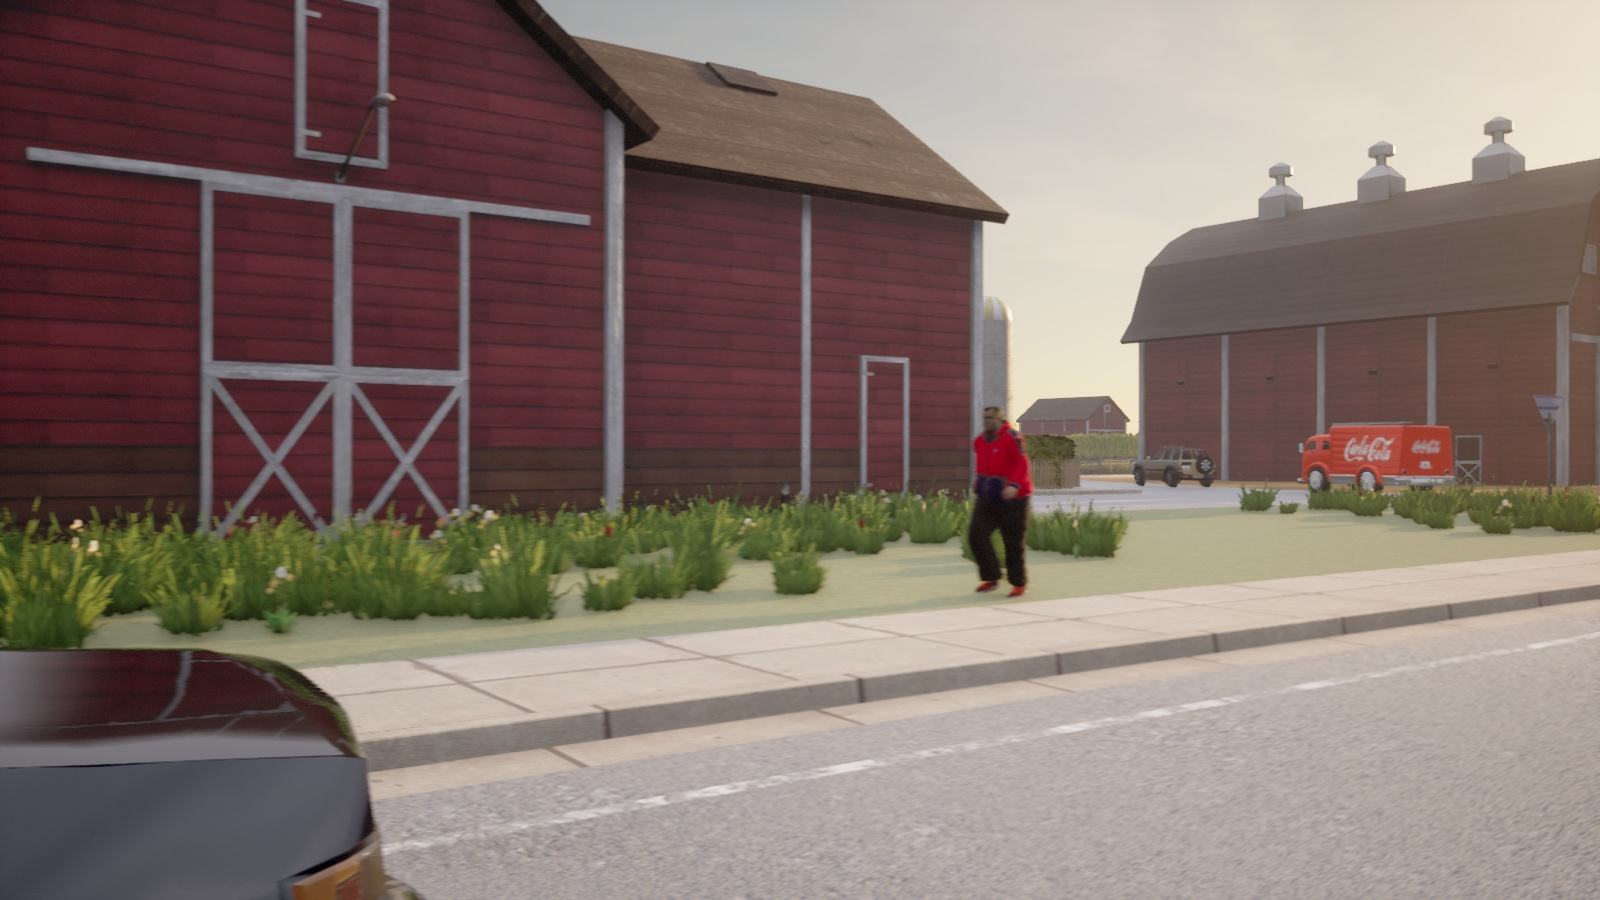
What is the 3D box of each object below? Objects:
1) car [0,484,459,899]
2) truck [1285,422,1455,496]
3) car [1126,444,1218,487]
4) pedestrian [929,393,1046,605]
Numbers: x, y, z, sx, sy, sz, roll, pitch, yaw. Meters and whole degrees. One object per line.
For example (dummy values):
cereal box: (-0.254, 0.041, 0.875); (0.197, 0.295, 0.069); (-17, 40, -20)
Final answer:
car: (-3.332, 0.803, 1.339); (5.357, 1.411, 2.033); (0, 0, -35)
truck: (20.083, 0.293, 44.515); (2.627, 2.467, 5.204); (0, 0, -19)
car: (16.691, 0.673, 56.577); (1.932, 1.855, 4.605); (0, 0, -13)
pedestrian: (1.718, 0.425, 11.470); (0.899, 1.844, 0.634); (0, 0, -43)
